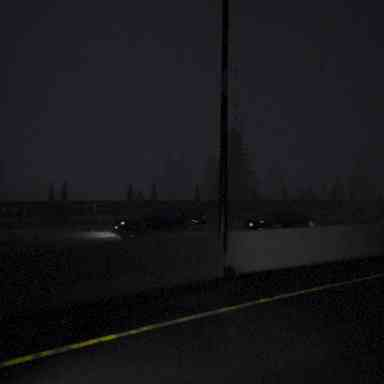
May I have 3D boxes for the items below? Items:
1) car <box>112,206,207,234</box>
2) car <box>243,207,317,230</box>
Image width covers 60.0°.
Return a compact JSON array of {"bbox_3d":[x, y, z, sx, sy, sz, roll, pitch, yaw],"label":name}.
[{"bbox_3d":[-1.747,1.527,19.154,5.357,1.411,2.033,0,0,-30],"label":"car"},{"bbox_3d":[4.969,1.574,18.708,4.181,1.385,1.994,0,0,-26],"label":"car"}]
